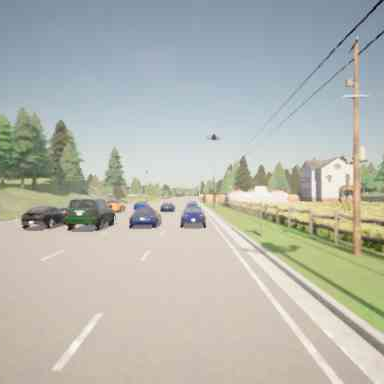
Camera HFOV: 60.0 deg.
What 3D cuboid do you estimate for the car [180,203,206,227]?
[{"bbox_3d":[0.093,1.804,25.241,1.812,1.442,4.674,0,-1,0],"label":"car"}]

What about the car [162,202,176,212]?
[{"bbox_3d":[-3.432,2.084,47.353,1.994,1.385,4.181,0,-1,0],"label":"car"}]

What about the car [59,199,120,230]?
[{"bbox_3d":[-6.904,1.474,23.077,2.150,2.045,5.566,0,-1,0],"label":"car"}]

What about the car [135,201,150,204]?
[{"bbox_3d":[-6.937,1.986,46.260,1.882,1.535,5.008,0,-1,0],"label":"car"}]

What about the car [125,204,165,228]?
[{"bbox_3d":[-3.404,1.837,24.807,1.994,1.385,4.181,0,-1,0],"label":"car"}]

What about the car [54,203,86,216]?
[{"bbox_3d":[-14.005,2.023,38.460,1.895,1.301,4.718,0,-1,0],"label":"car"}]

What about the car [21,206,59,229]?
[{"bbox_3d":[-10.404,1.767,23.935,1.837,1.490,4.892,0,-1,0],"label":"car"}]

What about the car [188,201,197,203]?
[{"bbox_3d":[0.071,2.054,48.088,1.812,1.442,4.674,0,-1,0],"label":"car"}]

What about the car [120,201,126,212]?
[{"bbox_3d":[-10.444,1.849,45.404,2.097,1.767,4.553,0,-1,0],"label":"car"}]
